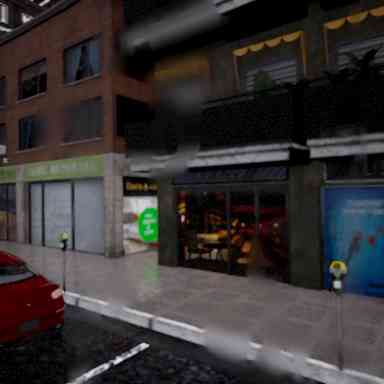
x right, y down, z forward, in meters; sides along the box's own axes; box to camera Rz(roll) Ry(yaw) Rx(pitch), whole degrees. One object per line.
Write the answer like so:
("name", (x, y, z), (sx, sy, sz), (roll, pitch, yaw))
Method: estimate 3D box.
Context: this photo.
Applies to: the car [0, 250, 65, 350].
("car", (-3.842, 1.641, 5.625), (4.206, 1.307, 1.802), (-1, -1, 36))
